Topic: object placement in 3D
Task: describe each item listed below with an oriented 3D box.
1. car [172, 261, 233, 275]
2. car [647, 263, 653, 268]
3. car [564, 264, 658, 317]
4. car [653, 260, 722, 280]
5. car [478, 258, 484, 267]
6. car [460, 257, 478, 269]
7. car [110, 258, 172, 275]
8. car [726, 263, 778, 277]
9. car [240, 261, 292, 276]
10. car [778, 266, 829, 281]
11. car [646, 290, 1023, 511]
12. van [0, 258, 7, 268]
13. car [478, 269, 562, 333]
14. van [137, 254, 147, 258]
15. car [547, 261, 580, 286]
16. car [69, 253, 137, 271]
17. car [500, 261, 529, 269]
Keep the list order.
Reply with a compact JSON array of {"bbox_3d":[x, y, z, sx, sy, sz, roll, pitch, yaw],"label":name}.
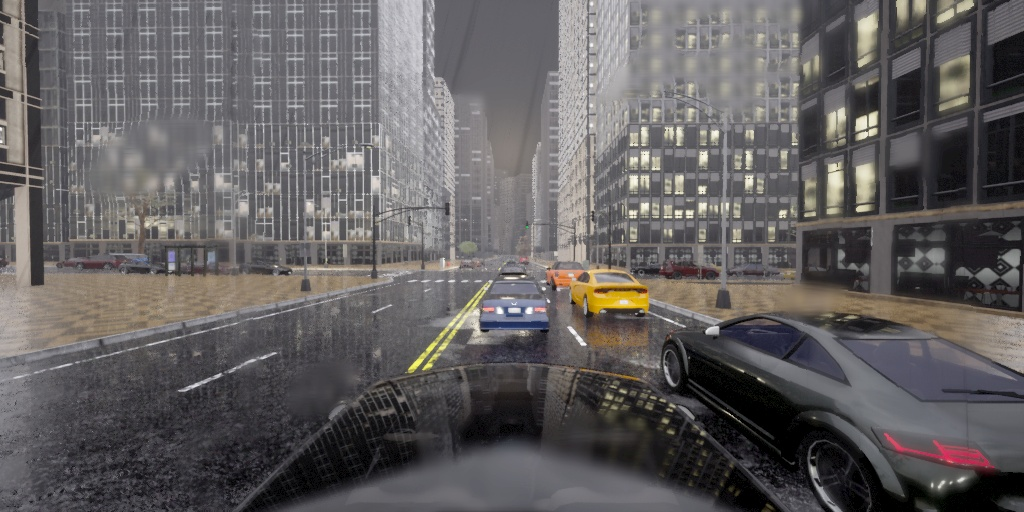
[{"bbox_3d":[-28.484,1.137,33.417,4.207,1.307,1.802,0,0,1],"label":"car"},{"bbox_3d":[15.189,1.452,38.646,4.718,1.301,1.895,1,1,1],"label":"car"},{"bbox_3d":[3.325,1.223,13.142,1.882,1.535,5.008,0,0,0],"label":"car"},{"bbox_3d":[16.127,1.268,32.852,5.009,1.841,2.192,0,0,1],"label":"car"},{"bbox_3d":[-6.695,1.053,64.259,2.097,1.767,4.553,0,0,0],"label":"car"},{"bbox_3d":[-6.705,1.277,54.258,1.994,1.385,4.181,0,0,0],"label":"car"},{"bbox_3d":[-34.165,1.068,33.578,4.313,1.339,1.948,0,0,1],"label":"car"},{"bbox_3d":[25.604,1.490,38.486,5.357,1.411,2.033,1,1,1],"label":"car"},{"bbox_3d":[-22.799,1.173,33.296,4.313,1.339,1.948,0,0,1],"label":"car"},{"bbox_3d":[27.575,1.578,32.680,4.829,1.417,1.751,0,0,1],"label":"car"},{"bbox_3d":[3.339,1.313,4.057,1.994,1.385,4.181,0,0,0],"label":"car"},{"bbox_3d":[-51.210,0.686,33.940,3.998,1.789,1.690,0,0,1],"label":"van"},{"bbox_3d":[0.081,1.294,10.750,2.033,1.411,5.357,0,0,1],"label":"car"},{"bbox_3d":[-45.374,0.604,42.215,3.998,1.789,1.690,0,0,1],"label":"van"},{"bbox_3d":[3.306,1.091,22.278,2.097,1.767,4.553,0,0,0],"label":"car"},{"bbox_3d":[-45.087,0.659,39.602,4.553,1.767,2.097,0,1,1],"label":"car"},{"bbox_3d":[0.060,1.232,20.595,2.128,1.511,4.902,0,0,0],"label":"car"}]
